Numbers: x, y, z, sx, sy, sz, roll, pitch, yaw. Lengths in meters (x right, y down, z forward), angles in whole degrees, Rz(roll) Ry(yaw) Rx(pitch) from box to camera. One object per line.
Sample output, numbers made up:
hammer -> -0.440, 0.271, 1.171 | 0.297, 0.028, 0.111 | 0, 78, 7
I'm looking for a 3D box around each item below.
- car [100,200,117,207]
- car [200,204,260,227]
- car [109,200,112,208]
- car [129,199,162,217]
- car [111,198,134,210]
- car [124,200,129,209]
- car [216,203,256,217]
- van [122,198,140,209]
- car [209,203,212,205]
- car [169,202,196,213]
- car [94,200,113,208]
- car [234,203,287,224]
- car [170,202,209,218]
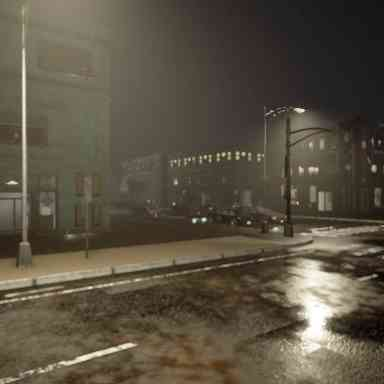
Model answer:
car -> -17.459, 2.378, 69.436 | 1.887, 1.381, 4.507 | -1, 0, -35
car -> 2.886, 1.915, 26.126 | 1.947, 1.339, 4.313 | -1, 0, -35
car -> -14.257, 2.090, 64.924 | 2.192, 1.841, 5.009 | -1, 0, -35
car -> -5.055, 1.948, 37.508 | 1.967, 1.590, 4.097 | -1, 0, -35
car -> -11.561, 2.223, 56.681 | 1.812, 1.442, 4.674 | 0, 0, -35
car -> -6.600, 2.115, 44.189 | 2.033, 1.411, 5.357 | 0, 0, -35
car -> 4.984, 1.960, 37.851 | 2.008, 1.369, 4.403 | -1, 0, -35
van -> -11.050, 2.058, 60.412 | 1.690, 1.788, 3.998 | -1, 0, -35
car -> 1.778, 2.054, 42.364 | 1.802, 1.307, 4.206 | -1, 0, -35
car -> -1.427, 2.116, 46.875 | 1.802, 1.307, 4.206 | -1, 0, -35
car -> -17.265, 2.308, 64.712 | 1.837, 1.490, 4.892 | 0, 0, -36
car -> 5.293, 1.882, 27.435 | 2.033, 1.411, 5.357 | 0, 0, -36
car -> -0.510, 2.013, 35.582 | 1.994, 1.385, 4.181 | 0, 0, -36
